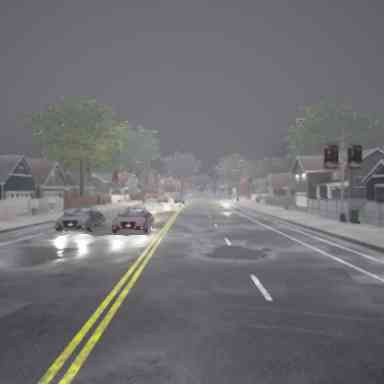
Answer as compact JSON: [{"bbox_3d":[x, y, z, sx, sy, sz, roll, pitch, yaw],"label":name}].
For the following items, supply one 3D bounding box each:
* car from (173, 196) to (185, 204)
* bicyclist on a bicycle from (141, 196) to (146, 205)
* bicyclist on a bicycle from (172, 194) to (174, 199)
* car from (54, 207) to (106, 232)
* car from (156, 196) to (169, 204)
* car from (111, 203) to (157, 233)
[{"bbox_3d":[-2.303,1.437,61.438,1.837,1.490,4.892,0,0,4],"label":"car"},{"bbox_3d":[-7.944,1.383,54.947,0.866,1.612,1.509,0,0,5],"label":"bicyclist on a bicycle"},{"bbox_3d":[-5.158,1.247,90.200,0.582,1.620,1.656,0,1,7],"label":"bicyclist on a bicycle"},{"bbox_3d":[-6.596,1.573,19.986,1.994,1.385,4.181,0,0,0],"label":"car"},{"bbox_3d":[-5.518,1.454,62.046,1.812,1.442,4.674,0,0,4],"label":"car"},{"bbox_3d":[-3.345,1.573,19.403,1.994,1.385,4.181,0,0,0],"label":"car"}]
